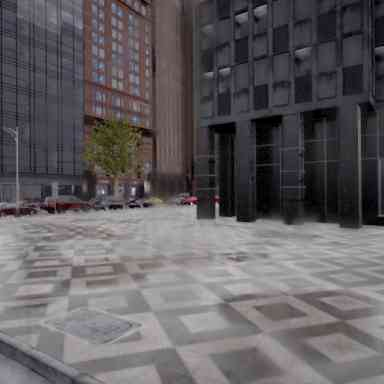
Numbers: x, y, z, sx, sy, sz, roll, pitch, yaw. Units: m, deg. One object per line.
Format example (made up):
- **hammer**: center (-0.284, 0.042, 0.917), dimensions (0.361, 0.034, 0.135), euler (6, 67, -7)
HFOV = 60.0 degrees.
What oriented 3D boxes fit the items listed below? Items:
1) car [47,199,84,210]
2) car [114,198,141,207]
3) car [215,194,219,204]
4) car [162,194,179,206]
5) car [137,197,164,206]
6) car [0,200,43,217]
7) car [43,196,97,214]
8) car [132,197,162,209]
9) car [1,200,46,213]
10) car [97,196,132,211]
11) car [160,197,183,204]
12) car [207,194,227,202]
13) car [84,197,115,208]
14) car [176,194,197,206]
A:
- **car**: center (-16.656, 1.642, 44.004), dimensions (1.802, 1.307, 4.206), euler (-1, 0, 35)
- **car**: center (-10.239, 1.613, 53.280), dimensions (1.802, 1.307, 4.206), euler (-1, 0, 35)
- **car**: center (3.182, 1.222, 57.702), dimensions (2.192, 1.841, 5.009), euler (-1, 0, 35)
- **car**: center (-2.032, 1.496, 54.758), dimensions (2.033, 1.411, 5.357), euler (-1, 0, 35)
- **car**: center (-7.128, 1.545, 57.778), dimensions (1.752, 1.417, 4.829), euler (-1, 0, 35)
- **car**: center (-16.062, 1.576, 29.876), dimensions (1.802, 1.307, 4.206), euler (-1, 0, 35)
- **car**: center (-12.857, 1.290, 34.515), dimensions (2.192, 1.841, 5.009), euler (-1, 0, 35)
- **car**: center (-6.440, 1.509, 43.788), dimensions (1.947, 1.339, 4.313), euler (-1, 0, 35)
- **car**: center (-19.864, 1.642, 39.366), dimensions (1.947, 1.339, 4.313), euler (-1, 0, 35)
- **car**: center (-9.647, 1.525, 39.152), dimensions (1.947, 1.339, 4.313), euler (-1, 0, 35)
- **car**: center (-3.823, 1.574, 62.557), dimensions (1.947, 1.339, 4.313), euler (-1, 0, 35)
- **car**: center (5.800, 1.296, 76.472), dimensions (2.192, 1.841, 5.009), euler (-1, 0, 35)
- **car**: center (-13.449, 1.484, 48.642), dimensions (1.967, 1.590, 4.097), euler (-1, 0, 35)
- **car**: center (-0.025, 1.462, 53.064), dimensions (1.887, 1.381, 4.507), euler (-1, 0, 35)
